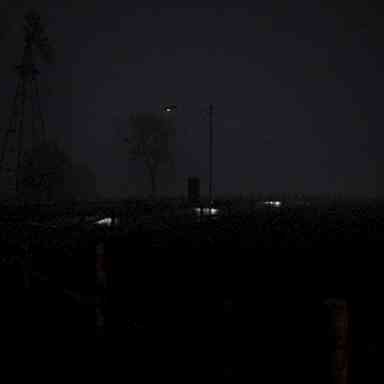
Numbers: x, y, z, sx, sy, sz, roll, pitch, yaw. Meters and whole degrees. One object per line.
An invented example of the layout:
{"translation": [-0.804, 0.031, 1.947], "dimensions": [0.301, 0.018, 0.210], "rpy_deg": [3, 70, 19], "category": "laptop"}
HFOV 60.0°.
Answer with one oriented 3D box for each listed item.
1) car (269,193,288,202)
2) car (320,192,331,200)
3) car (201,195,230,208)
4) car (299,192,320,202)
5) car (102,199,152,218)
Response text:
{"translation": [13.783, 0.823, 53.294], "dimensions": [1.994, 1.385, 4.181], "rpy_deg": [1, 1, 35], "category": "car"}
{"translation": [24.757, 0.710, 62.544], "dimensions": [1.994, 1.385, 4.181], "rpy_deg": [1, 1, 36], "category": "car"}
{"translation": [2.734, 1.029, 37.869], "dimensions": [1.812, 1.442, 4.674], "rpy_deg": [1, 2, 36], "category": "car"}
{"translation": [18.959, 0.800, 54.360], "dimensions": [1.812, 1.442, 4.674], "rpy_deg": [1, 2, 35], "category": "car"}
{"translation": [-5.170, 1.248, 26.724], "dimensions": [1.994, 1.385, 4.181], "rpy_deg": [1, 1, 35], "category": "car"}
